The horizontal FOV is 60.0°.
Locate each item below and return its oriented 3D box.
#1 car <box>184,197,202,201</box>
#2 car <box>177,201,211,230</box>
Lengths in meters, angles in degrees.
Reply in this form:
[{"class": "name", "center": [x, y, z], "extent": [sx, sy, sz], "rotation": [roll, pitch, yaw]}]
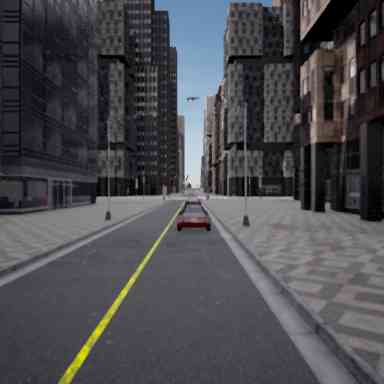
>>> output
[{"class": "car", "center": [0.123, 1.339, 38.315], "extent": [1.882, 1.535, 5.008], "rotation": [0, 0, 0]}, {"class": "car", "center": [0.110, 1.491, 20.396], "extent": [1.994, 1.385, 4.181], "rotation": [0, 0, 0]}]
